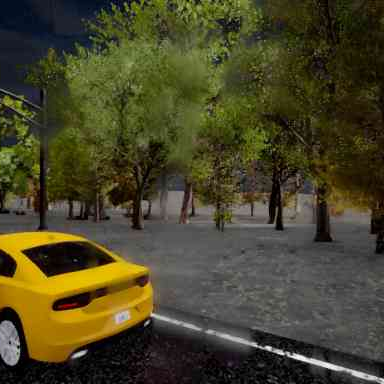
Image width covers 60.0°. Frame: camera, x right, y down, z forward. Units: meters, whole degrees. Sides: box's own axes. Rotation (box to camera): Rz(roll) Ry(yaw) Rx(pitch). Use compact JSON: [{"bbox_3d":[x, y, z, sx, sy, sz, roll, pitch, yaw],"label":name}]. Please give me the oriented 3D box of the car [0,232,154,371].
[{"bbox_3d":[-2.922,1.444,5.765,5.008,1.535,1.882,1,0,35],"label":"car"}]
